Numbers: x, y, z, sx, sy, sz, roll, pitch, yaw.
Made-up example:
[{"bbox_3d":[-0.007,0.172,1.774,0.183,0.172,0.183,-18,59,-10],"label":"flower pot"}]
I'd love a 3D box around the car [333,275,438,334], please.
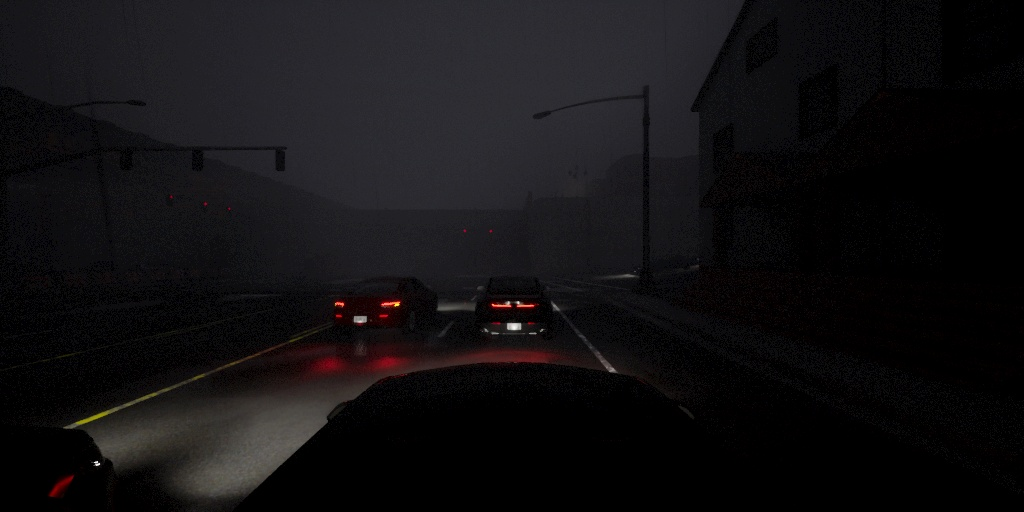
[{"bbox_3d":[-3.454,1.276,10.470,1.812,1.442,4.674,0,0,0],"label":"car"}]

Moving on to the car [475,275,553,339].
[{"bbox_3d":[0.042,1.255,10.055,1.837,1.490,4.892,0,0,0],"label":"car"}]

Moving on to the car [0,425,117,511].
[{"bbox_3d":[-3.401,1.255,0.187,1.837,1.490,4.892,0,0,0],"label":"car"}]

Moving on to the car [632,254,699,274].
[{"bbox_3d":[13.025,0.603,30.447,5.357,1.411,2.033,-7,0,-1],"label":"car"}]
